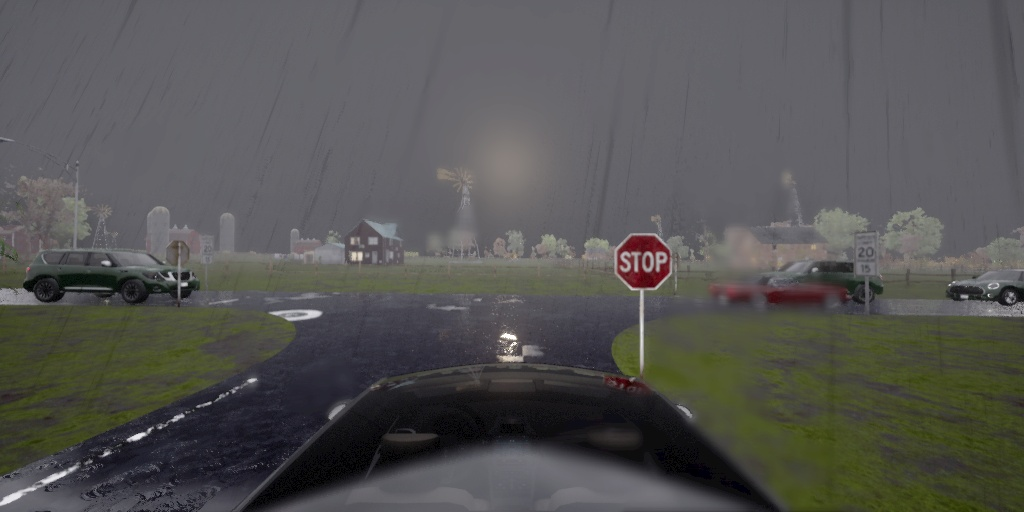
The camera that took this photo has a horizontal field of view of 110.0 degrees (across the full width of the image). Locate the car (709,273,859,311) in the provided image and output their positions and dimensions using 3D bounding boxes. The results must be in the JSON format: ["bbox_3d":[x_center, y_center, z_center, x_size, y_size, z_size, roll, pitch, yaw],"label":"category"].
[{"bbox_3d":[10.973,1.482,14.827,4.718,1.301,1.895,1,-1,0],"label":"car"}]

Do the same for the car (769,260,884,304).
[{"bbox_3d":[14.780,1.195,17.581,5.566,2.045,2.150,1,-1,0],"label":"car"}]

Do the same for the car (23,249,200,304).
[{"bbox_3d":[-15.976,0.764,14.497,5.566,2.045,2.150,1,-1,0],"label":"car"}]

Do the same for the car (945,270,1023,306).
[{"bbox_3d":[24.461,1.446,17.619,4.553,1.767,2.097,1,-1,0],"label":"car"}]
